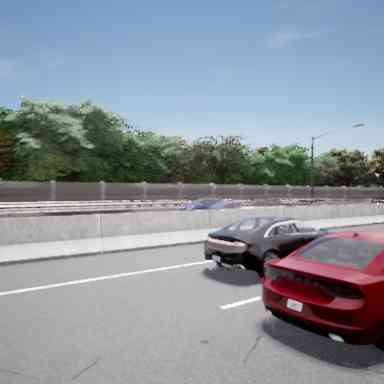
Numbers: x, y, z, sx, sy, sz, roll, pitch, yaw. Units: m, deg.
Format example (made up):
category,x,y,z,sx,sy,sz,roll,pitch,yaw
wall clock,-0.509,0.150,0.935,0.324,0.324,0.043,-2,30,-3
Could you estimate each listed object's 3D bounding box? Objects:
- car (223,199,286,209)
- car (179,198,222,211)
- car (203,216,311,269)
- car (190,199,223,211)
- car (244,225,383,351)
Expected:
category,x,y,z,sx,sy,sz,roll,pitch,yaw
car,4.929,1.322,24.488,4.553,1.767,2.097,0,0,-35
car,1.066,1.316,30.327,4.553,1.767,2.097,0,0,-34
car,2.604,1.477,9.846,4.902,1.511,2.128,0,0,-35
car,2.802,1.515,27.285,5.357,1.411,2.033,0,0,-35
car,3.494,1.467,6.195,5.008,1.535,1.882,0,0,-35
